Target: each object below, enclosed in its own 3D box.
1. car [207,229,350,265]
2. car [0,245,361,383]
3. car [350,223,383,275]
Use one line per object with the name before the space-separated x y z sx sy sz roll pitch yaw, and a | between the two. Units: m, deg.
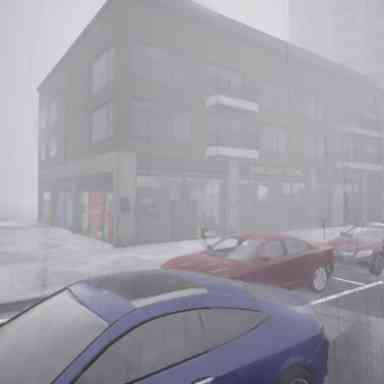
car | 1.390 1.593 7.524 4.507 1.381 1.887 1 0 -36
car | -0.658 1.536 2.925 4.674 1.442 1.812 1 0 -35
car | 5.886 1.678 10.733 4.206 1.307 1.802 1 0 -36
